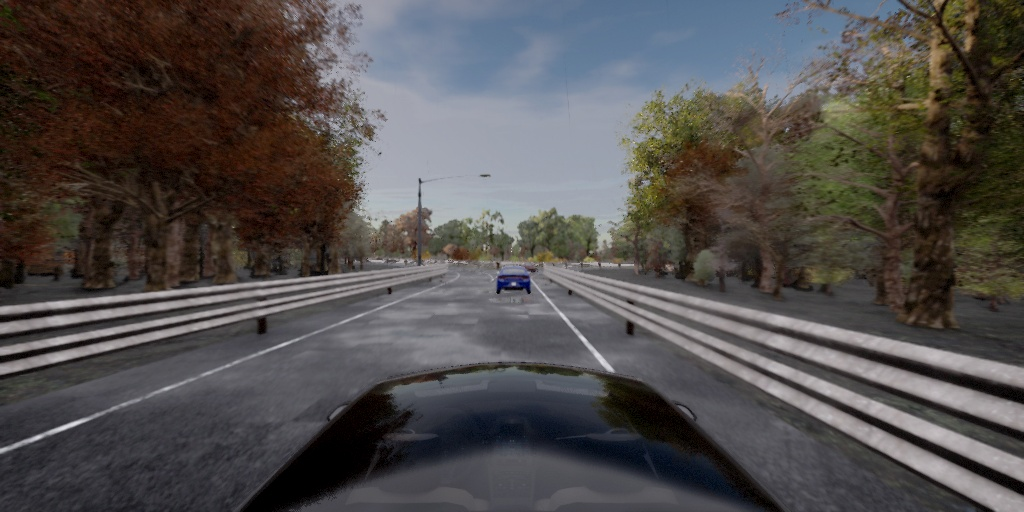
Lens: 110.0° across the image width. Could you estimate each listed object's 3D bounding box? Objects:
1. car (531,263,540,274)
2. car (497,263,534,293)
[{"bbox_3d":[2.507,1.673,49.778,1.812,1.442,4.674,-1,-1,14],"label":"car"},{"bbox_3d":[0.097,1.353,21.619,1.882,1.535,5.008,0,0,0],"label":"car"}]
